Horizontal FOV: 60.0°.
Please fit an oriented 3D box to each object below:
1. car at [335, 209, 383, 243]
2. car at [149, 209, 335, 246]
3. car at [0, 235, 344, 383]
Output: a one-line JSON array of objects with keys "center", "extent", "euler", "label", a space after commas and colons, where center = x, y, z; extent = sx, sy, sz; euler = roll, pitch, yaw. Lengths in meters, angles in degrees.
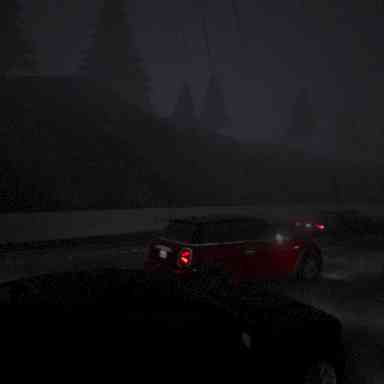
[{"center": [7.371, 1.554, 16.245], "extent": [5.357, 1.411, 2.033], "euler": [0, 0, -31], "label": "car"}, {"center": [1.157, 1.350, 8.268], "extent": [4.553, 1.767, 2.097], "euler": [0, 0, -33], "label": "car"}, {"center": [-0.638, 1.474, 2.997], "extent": [5.008, 1.535, 1.882], "euler": [0, 0, -35], "label": "car"}]
